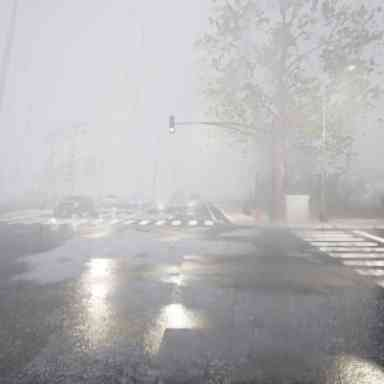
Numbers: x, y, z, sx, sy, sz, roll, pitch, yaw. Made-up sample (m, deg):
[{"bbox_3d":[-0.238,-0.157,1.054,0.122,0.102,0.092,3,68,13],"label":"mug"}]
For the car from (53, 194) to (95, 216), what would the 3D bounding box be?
[{"bbox_3d":[-9.787,0.985,27.850,2.097,1.767,4.553,0,1,1],"label":"car"}]

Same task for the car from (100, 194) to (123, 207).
[{"bbox_3d":[-9.571,0.999,40.241,1.812,1.442,4.674,0,1,1],"label":"car"}]

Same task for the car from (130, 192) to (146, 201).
[{"bbox_3d":[-9.232,0.778,56.991,1.812,1.442,4.674,0,1,1],"label":"car"}]

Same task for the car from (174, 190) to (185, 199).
[{"bbox_3d":[-2.510,0.414,68.511,2.097,1.767,4.553,0,1,1],"label":"car"}]

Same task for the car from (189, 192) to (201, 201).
[{"bbox_3d":[0.570,0.800,58.423,1.994,1.385,4.181,0,1,1],"label":"car"}]

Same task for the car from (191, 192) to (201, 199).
[{"bbox_3d":[0.740,0.627,68.490,1.994,1.385,4.181,0,1,1],"label":"car"}]

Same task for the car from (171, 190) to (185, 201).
[{"bbox_3d":[-2.679,0.760,58.511,1.812,1.442,4.674,0,1,1],"label":"car"}]
